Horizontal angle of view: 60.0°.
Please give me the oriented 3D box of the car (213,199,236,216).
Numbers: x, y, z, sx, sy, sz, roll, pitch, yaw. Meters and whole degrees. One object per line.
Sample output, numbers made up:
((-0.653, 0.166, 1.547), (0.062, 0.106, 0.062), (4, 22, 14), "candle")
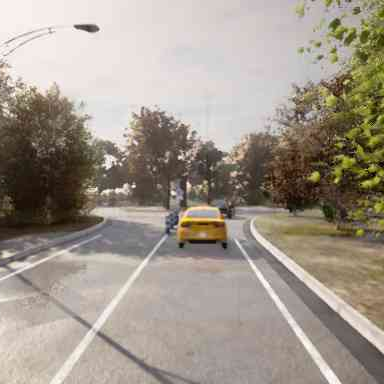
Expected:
((2.798, 1.414, 30.735), (2.097, 1.767, 4.553), (0, -1, 13), "car")

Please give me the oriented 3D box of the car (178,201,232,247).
((0.495, 1.370, 14.361), (1.882, 1.535, 5.008), (0, 0, 3), "car")
